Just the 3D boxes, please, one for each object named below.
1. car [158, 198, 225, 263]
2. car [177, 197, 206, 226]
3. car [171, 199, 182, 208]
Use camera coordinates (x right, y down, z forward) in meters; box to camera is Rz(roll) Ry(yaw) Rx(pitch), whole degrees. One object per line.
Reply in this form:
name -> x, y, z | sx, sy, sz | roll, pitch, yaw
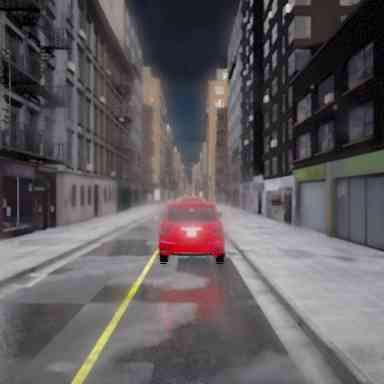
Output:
car -> 0.000, 1.348, 12.581 | 2.150, 2.045, 5.566 | 0, 0, 0
car -> -0.010, 1.489, 27.564 | 2.150, 2.045, 5.566 | 0, 0, 0
car -> -2.811, 2.086, 60.159 | 1.812, 1.442, 4.674 | 0, -1, 0
